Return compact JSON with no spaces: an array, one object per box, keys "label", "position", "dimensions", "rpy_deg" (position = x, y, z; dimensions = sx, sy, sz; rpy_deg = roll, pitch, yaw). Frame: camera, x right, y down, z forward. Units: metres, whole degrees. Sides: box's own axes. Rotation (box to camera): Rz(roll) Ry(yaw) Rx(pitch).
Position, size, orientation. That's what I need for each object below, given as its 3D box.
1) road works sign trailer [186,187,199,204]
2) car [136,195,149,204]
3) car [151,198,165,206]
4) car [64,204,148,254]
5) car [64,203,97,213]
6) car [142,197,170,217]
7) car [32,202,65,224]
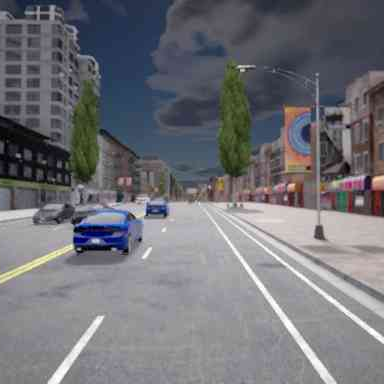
[{"label":"road works sign trailer","position":[0.013,0.830,70.784],"dimensions":[2.380,3.560,2.880],"rpy_deg":[0,-1,0]},{"label":"car","position":[-9.740,1.522,65.981],"dimensions":[2.150,2.045,5.566],"rpy_deg":[0,0,0]},{"label":"car","position":[-6.497,1.821,63.914],"dimensions":[2.033,1.411,5.357],"rpy_deg":[0,-1,0]},{"label":"car","position":[-3.149,1.442,13.344],"dimensions":[1.882,1.535,5.008],"rpy_deg":[0,0,0]},{"label":"car","position":[-6.594,1.506,22.822],"dimensions":[2.033,1.411,5.357],"rpy_deg":[0,0,0]},{"label":"car","position":[-3.146,1.456,31.124],"dimensions":[1.882,1.535,5.008],"rpy_deg":[0,0,0]},{"label":"car","position":[-9.843,1.487,24.263],"dimensions":[1.812,1.442,4.674],"rpy_deg":[0,0,0]}]
